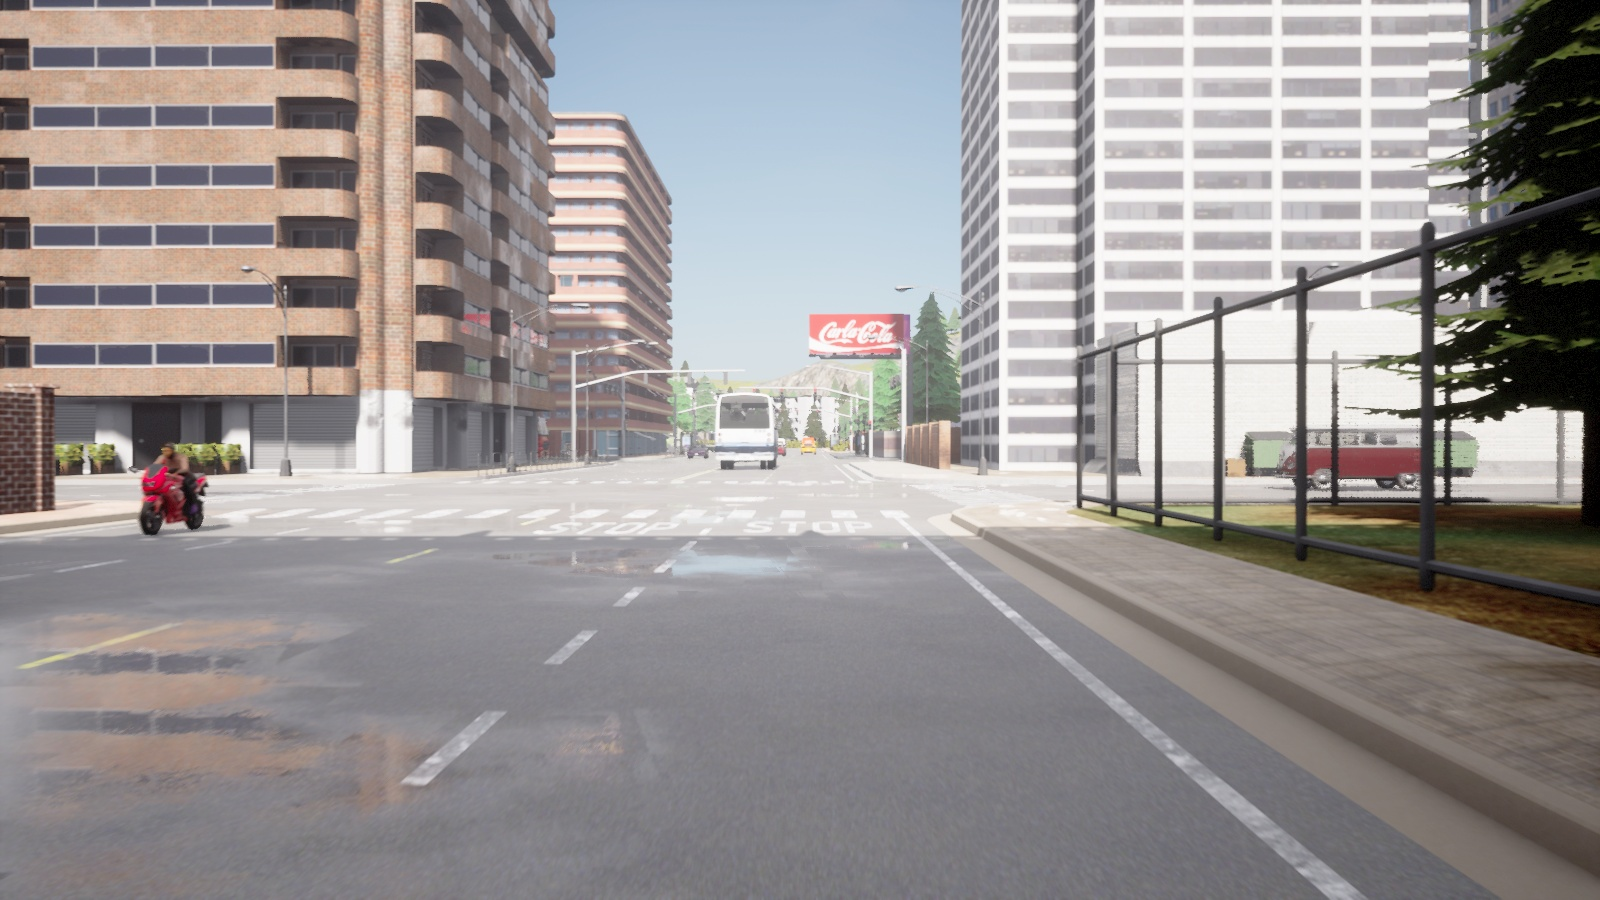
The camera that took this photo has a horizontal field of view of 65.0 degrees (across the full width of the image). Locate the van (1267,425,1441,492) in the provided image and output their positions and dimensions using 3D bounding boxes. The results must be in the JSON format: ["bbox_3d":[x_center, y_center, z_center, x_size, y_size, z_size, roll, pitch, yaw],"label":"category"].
[{"bbox_3d":[16.607,0.244,37.764,4.442,1.987,1.775,0,0,0],"label":"van"}]

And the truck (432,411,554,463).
[{"bbox_3d":[-23.088,-0.970,94.605,8.468,3.827,2.891,0,0,1],"label":"truck"}]

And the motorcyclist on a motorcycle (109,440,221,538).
[{"bbox_3d":[-10.350,0.604,20.554,0.797,1.523,2.044,0,0,0],"label":"motorcyclist on a motorcycle"}]

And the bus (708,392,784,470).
[{"bbox_3d":[-3.001,-1.048,73.813,3.944,4.253,10.273,0,0,0],"label":"bus"}]
